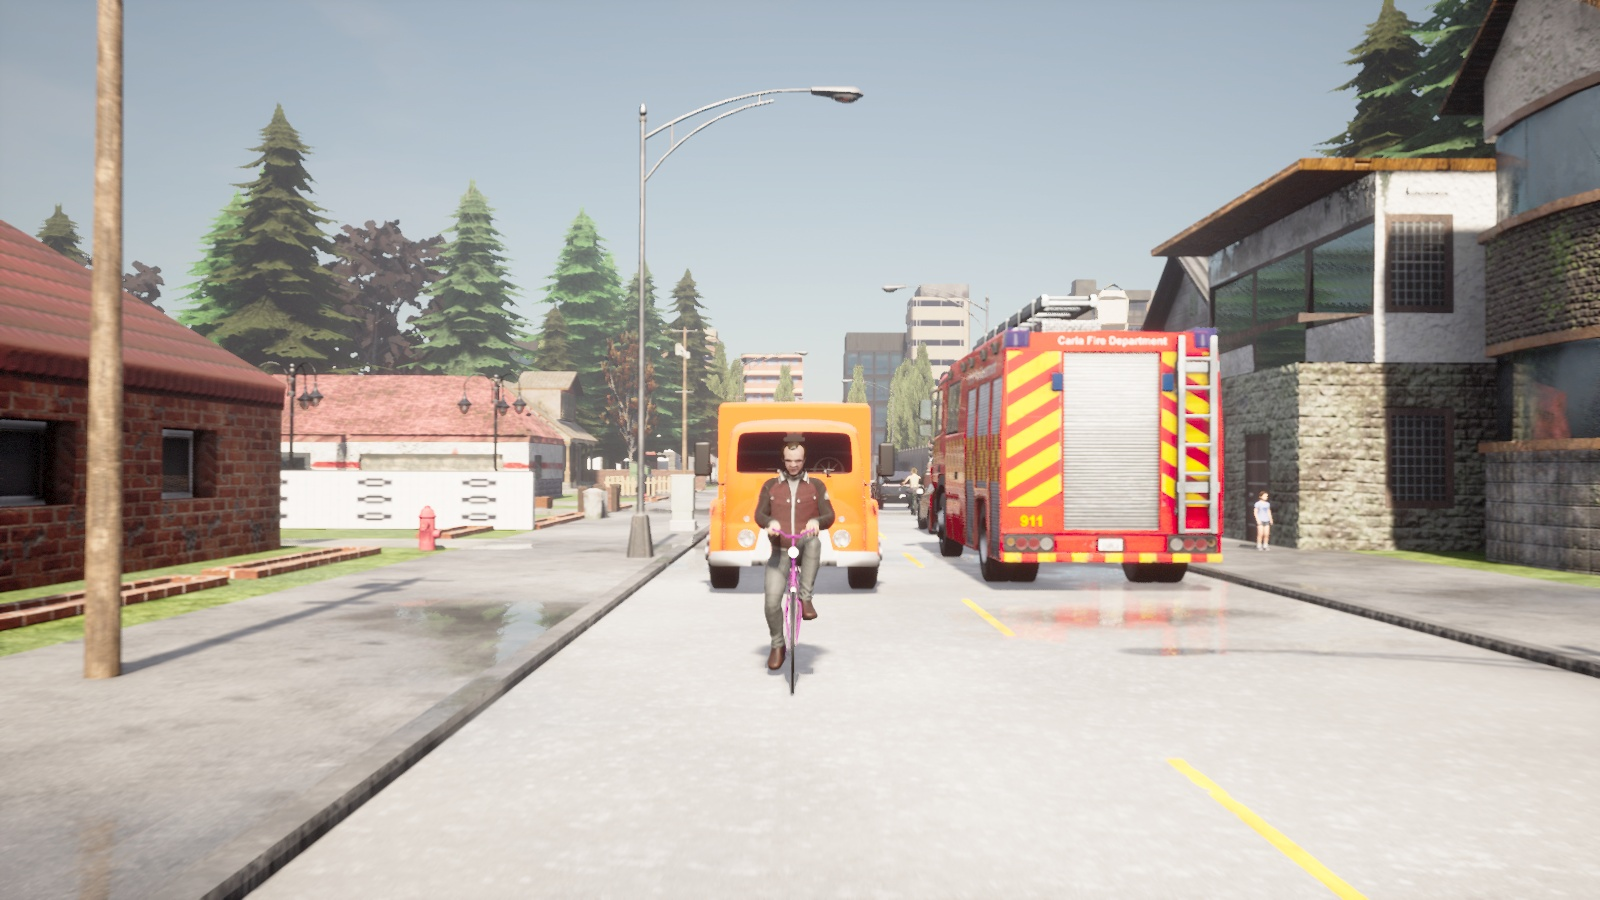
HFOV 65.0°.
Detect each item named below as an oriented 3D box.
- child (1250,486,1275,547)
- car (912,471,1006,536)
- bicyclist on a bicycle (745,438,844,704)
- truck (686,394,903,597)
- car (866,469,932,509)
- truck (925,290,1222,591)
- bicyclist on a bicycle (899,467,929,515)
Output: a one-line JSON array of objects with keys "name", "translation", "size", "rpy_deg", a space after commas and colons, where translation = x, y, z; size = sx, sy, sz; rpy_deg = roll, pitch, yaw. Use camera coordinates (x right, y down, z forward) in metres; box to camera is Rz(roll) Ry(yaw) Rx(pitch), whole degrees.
[{"name": "child", "translation": [8.538, 1.214, 23.198], "size": [0.255, 1.110, 0.394], "rpy_deg": [0, -1, -13]}, {"name": "car", "translation": [3.869, 1.276, 31.121], "size": [1.845, 1.501, 3.633], "rpy_deg": [0, -1, 0]}, {"name": "bicyclist on a bicycle", "translation": [-0.042, 0.822, 9.328], "size": [0.659, 1.776, 1.843], "rpy_deg": [0, -1, 0]}, {"name": "truck", "translation": [-0.079, 0.593, 17.894], "size": [2.627, 2.467, 5.204], "rpy_deg": [0, -1, 0]}, {"name": "car", "translation": [3.806, 1.490, 49.273], "size": [2.128, 1.511, 4.902], "rpy_deg": [0, -1, -1]}, {"name": "truck", "translation": [3.910, -0.065, 20.262], "size": [2.891, 3.827, 8.468], "rpy_deg": [0, -1, 0]}, {"name": "bicyclist on a bicycle", "translation": [3.823, 1.365, 42.242], "size": [0.866, 1.612, 1.509], "rpy_deg": [0, -1, 0]}]
